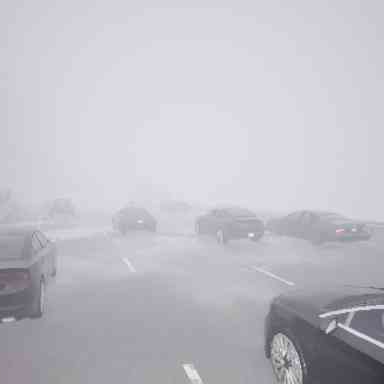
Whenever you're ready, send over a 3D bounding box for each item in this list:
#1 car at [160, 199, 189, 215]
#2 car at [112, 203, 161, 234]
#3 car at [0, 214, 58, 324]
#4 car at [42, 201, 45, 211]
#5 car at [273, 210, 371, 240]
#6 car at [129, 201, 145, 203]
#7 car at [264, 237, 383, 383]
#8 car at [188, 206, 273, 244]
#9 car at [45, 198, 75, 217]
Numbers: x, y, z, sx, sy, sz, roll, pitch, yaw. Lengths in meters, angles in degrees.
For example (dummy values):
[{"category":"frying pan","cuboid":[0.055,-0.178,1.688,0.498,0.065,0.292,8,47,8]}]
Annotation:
[{"category":"car","cuboid":[-1.944,1.490,33.736,2.128,1.511,4.902,0,0,-25]},{"category":"car","cuboid":[-3.486,1.564,19.626,1.994,1.385,4.181,0,0,-21]},{"category":"car","cuboid":[-4.025,1.478,7.072,1.882,1.535,5.008,0,0,-18]},{"category":"car","cuboid":[-17.117,1.547,40.460,2.033,1.411,5.357,0,0,-29]},{"category":"car","cuboid":[5.548,1.547,15.477,2.033,1.411,5.357,0,0,-19]},{"category":"car","cuboid":[-5.591,1.600,33.335,1.895,1.301,4.718,0,0,-25]},{"category":"car","cuboid":[2.296,1.492,2.493,2.128,1.511,4.902,0,0,-16]},{"category":"car","cuboid":[1.617,1.505,16.008,1.837,1.490,4.892,0,0,-20]},{"category":"car","cuboid":[-12.370,1.352,31.319,2.097,1.767,4.553,0,0,-26]}]
